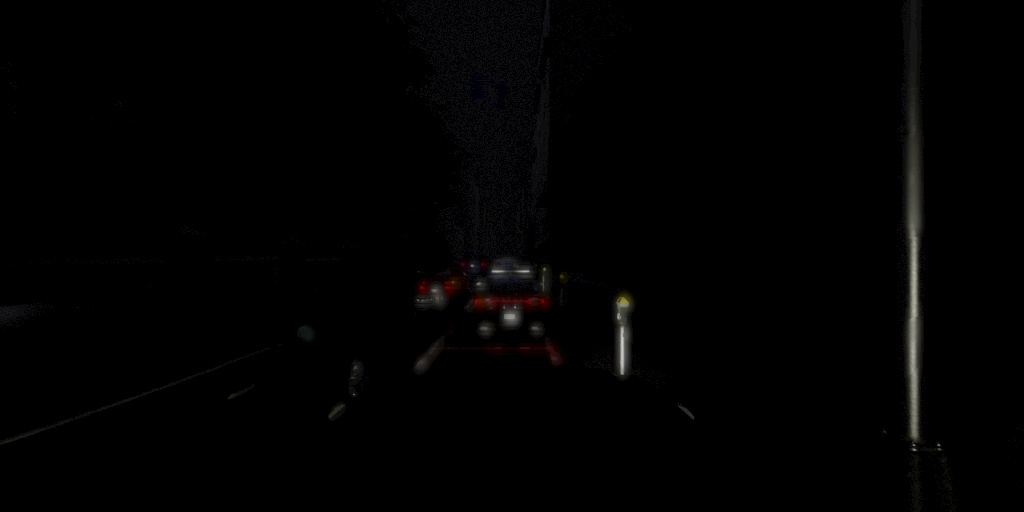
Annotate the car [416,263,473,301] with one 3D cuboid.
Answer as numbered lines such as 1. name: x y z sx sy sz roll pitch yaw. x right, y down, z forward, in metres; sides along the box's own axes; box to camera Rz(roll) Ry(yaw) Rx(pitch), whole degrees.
1. car: -3.142 1.270 17.196 1.812 1.442 4.674 0 0 0

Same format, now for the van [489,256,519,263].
1. van: -0.289 1.083 21.849 1.690 1.789 3.998 0 0 0

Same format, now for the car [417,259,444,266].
1. car: -6.243 1.228 28.962 2.128 1.511 4.902 0 0 0

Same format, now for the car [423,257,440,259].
1. car: -8.813 1.040 38.791 2.192 1.841 5.009 0 0 0

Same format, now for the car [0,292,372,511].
1. car: -3.052 1.102 3.284 2.097 1.767 4.553 0 0 0

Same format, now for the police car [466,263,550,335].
1. police car: -0.011 1.173 10.610 1.930 1.638 5.238 0 0 0

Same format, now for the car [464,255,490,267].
1. car: -3.058 0.957 31.754 2.150 2.045 5.566 0 0 0
